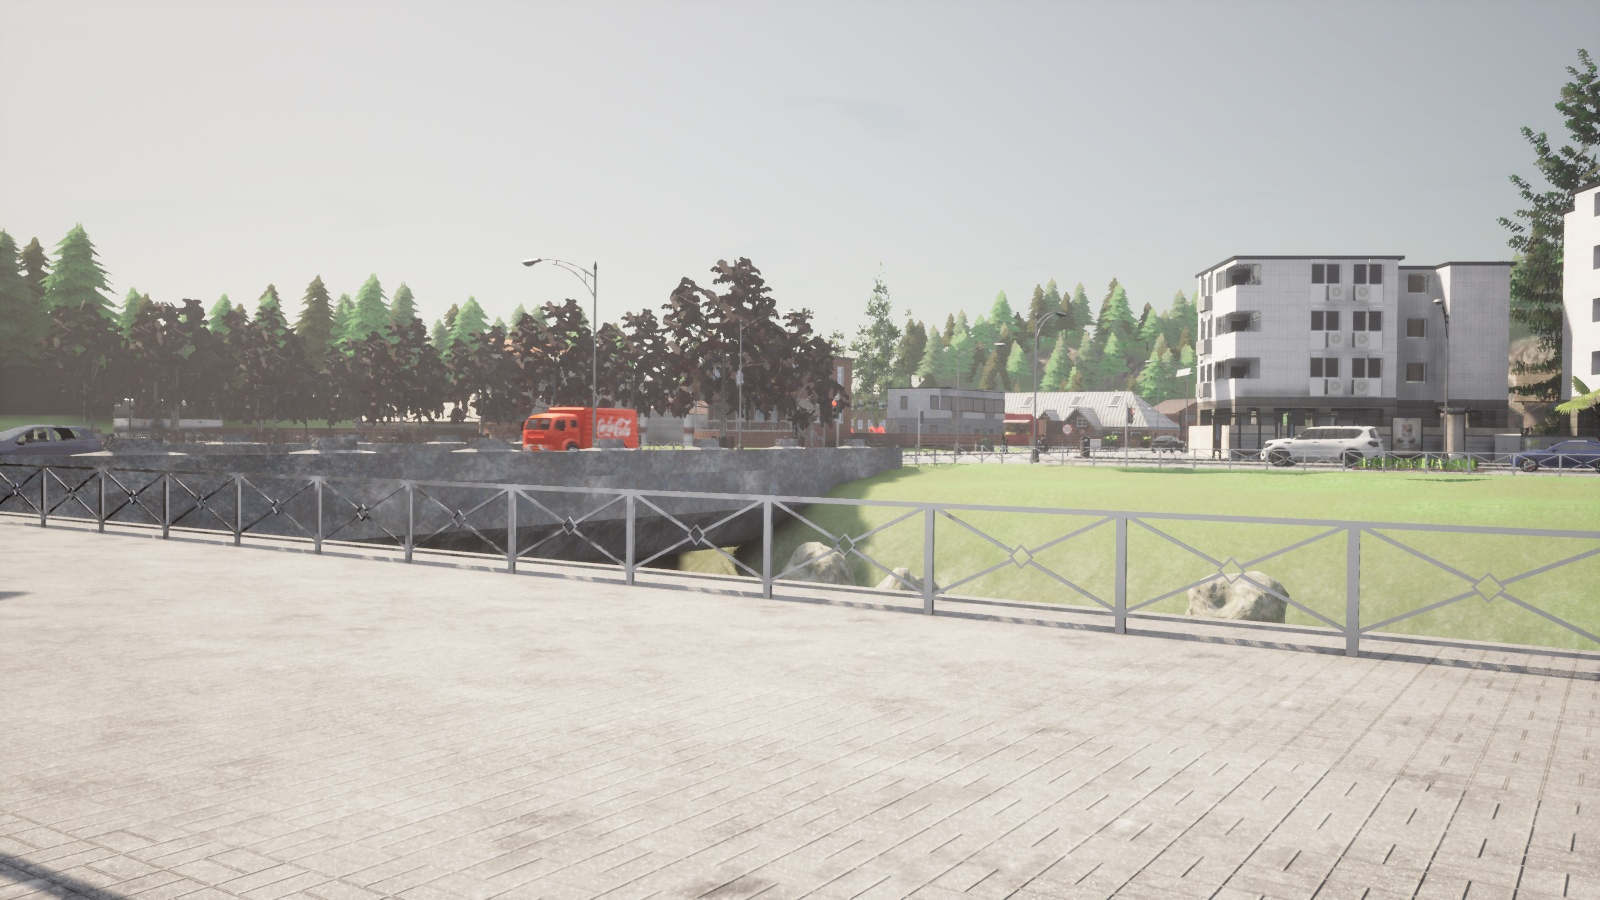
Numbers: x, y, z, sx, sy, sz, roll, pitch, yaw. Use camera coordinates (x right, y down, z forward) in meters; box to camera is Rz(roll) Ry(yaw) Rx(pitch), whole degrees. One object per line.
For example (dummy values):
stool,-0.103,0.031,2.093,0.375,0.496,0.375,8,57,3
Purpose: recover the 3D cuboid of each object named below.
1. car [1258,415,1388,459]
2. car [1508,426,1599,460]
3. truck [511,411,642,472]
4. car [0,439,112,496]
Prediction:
car,25.532,-0.618,61.345,5.566,2.045,2.150,0,1,33
car,34.119,-0.311,55.644,4.674,1.442,1.812,0,1,34
truck,-9.503,-0.403,53.747,2.627,2.467,5.204,0,1,34
car,-21.711,0.459,35.346,1.845,1.501,3.633,0,1,34
